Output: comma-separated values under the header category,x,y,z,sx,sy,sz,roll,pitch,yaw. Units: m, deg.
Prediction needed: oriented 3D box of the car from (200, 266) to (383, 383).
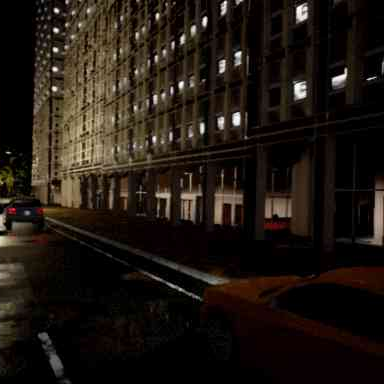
category,x,y,z,sx,sy,sz,roll,pitch,yaw
car,2.007,1.570,3.618,1.882,1.535,5.008,1,-1,-33

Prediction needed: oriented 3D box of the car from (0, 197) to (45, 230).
category,x,y,z,sx,sy,sz,roll,pitch,yaw
car,-11.526,1.374,22.716,2.150,2.045,5.566,1,-1,-32
